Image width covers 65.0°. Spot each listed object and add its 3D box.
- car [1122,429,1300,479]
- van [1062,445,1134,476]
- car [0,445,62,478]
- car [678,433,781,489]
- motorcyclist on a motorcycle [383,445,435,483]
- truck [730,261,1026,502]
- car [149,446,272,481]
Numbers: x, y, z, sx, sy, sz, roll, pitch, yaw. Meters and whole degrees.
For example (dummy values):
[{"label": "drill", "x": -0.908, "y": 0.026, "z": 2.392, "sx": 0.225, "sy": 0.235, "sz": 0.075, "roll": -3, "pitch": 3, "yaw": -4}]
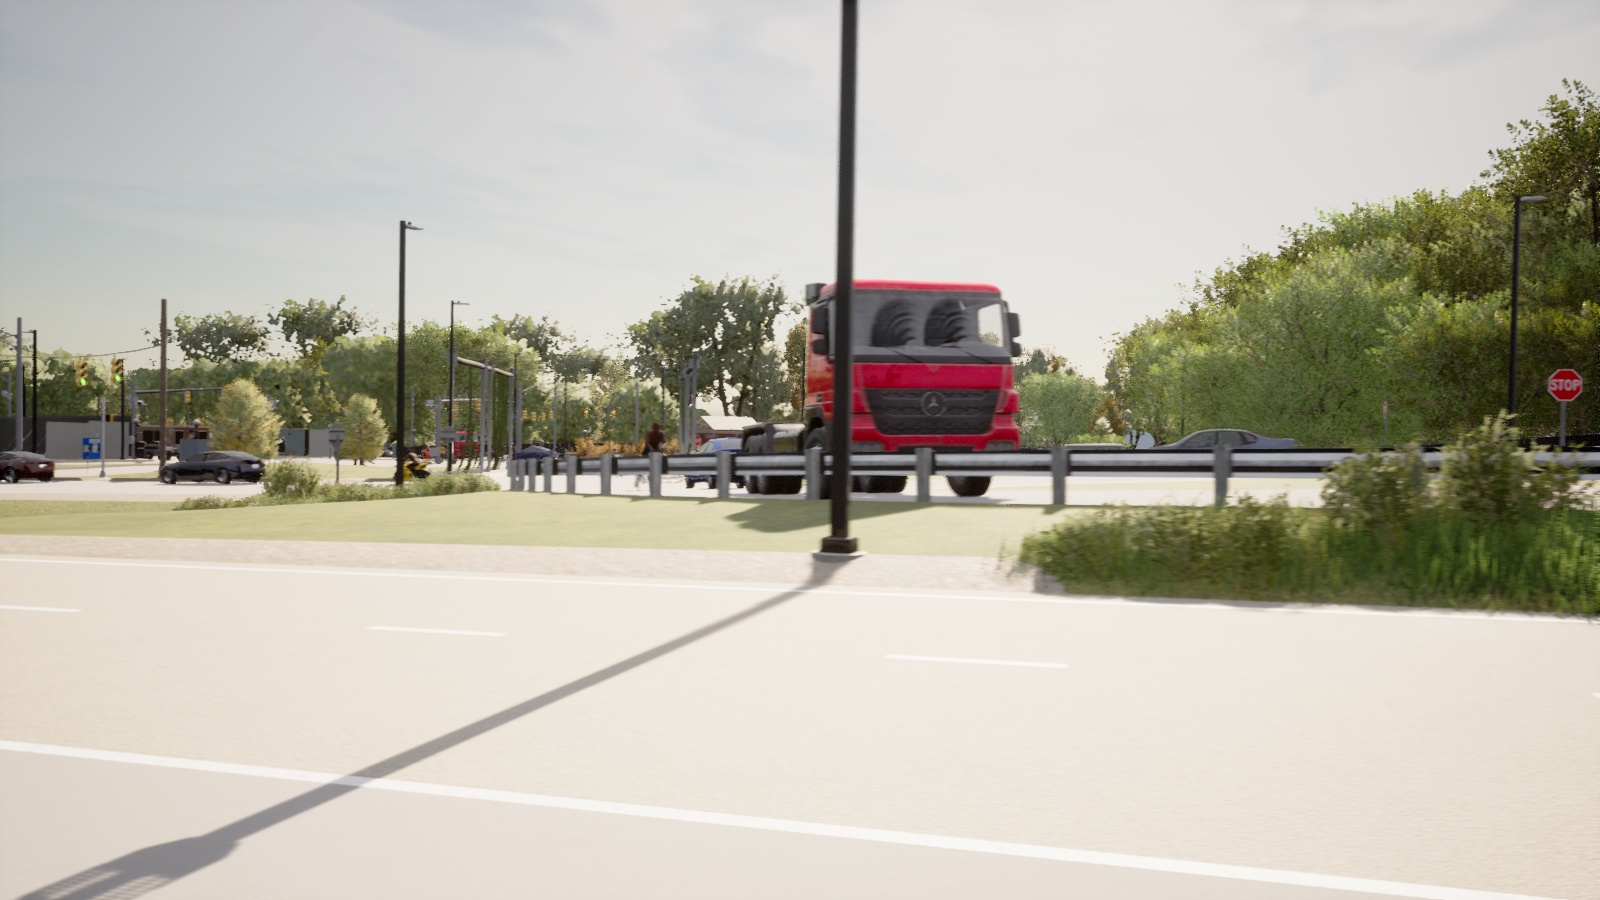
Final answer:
[{"label": "car", "x": 13.427, "y": 0.139, "z": 41.144, "sx": 5.357, "sy": 1.411, "sz": 2.033, "roll": -2, "pitch": 0, "yaw": 19}, {"label": "van", "x": 20.119, "y": 0.705, "z": 84.925, "sx": 1.775, "sy": 1.987, "sz": 4.442, "roll": 1, "pitch": 0, "yaw": -43}, {"label": "car", "x": -38.052, "y": 0.524, "z": 60.026, "sx": 4.792, "sy": 1.488, "sz": 2.163, "roll": 0, "pitch": 1, "yaw": 18}, {"label": "car", "x": -2.192, "y": 0.379, "z": 37.505, "sx": 1.882, "sy": 1.535, "sz": 5.008, "roll": 1, "pitch": -2, "yaw": -18}, {"label": "motorcyclist on a motorcycle", "x": -16.426, "y": 0.578, "z": 52.735, "sx": 2.044, "sy": 1.523, "sz": 0.797, "roll": 0, "pitch": 1, "yaw": 23}, {"label": "truck", "x": 0.964, "y": -0.922, "z": 22.179, "sx": 2.891, "sy": 3.462, "sz": 7.936, "roll": 0, "pitch": -1, "yaw": -15}, {"label": "car", "x": -26.417, "y": 0.572, "z": 56.270, "sx": 4.792, "sy": 1.488, "sz": 2.163, "roll": 0, "pitch": 1, "yaw": 18}]
